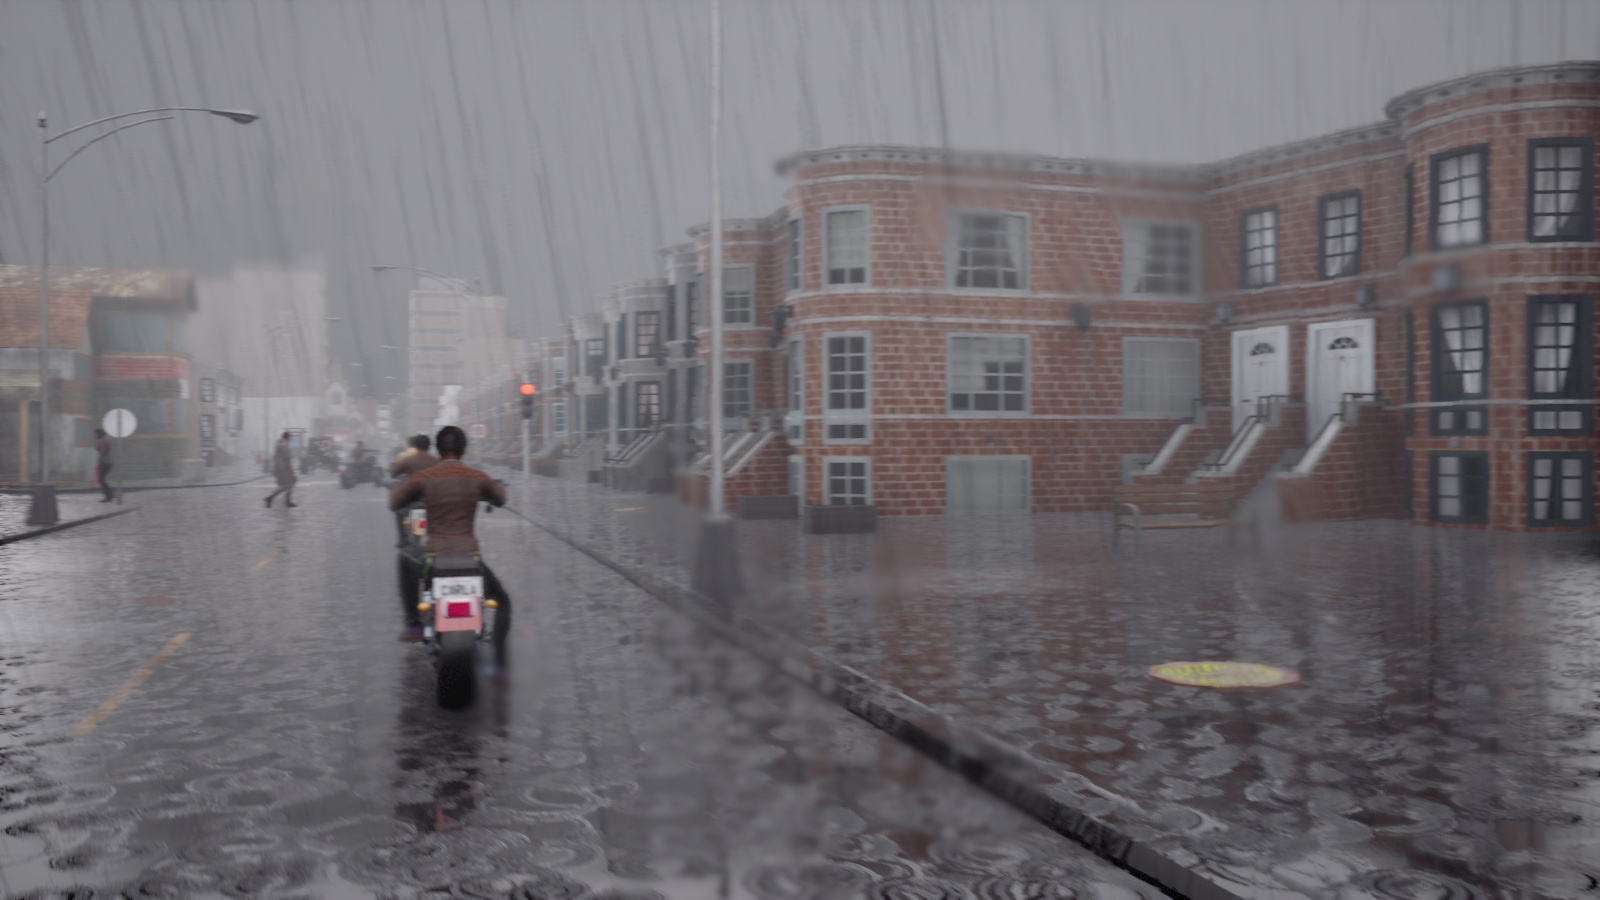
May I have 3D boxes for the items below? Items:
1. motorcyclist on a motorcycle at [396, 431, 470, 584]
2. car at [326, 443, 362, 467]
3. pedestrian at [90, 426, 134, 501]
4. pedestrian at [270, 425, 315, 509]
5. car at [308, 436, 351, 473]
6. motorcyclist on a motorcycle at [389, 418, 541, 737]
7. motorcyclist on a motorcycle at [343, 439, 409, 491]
[{"bbox_3d":[-4.354,0.620,14.820,0.766,1.649,2.350,0,0,-18],"label":"motorcyclist on a motorcycle"},{"bbox_3d":[-29.219,0.312,80.508,1.970,1.475,3.806,0,0,-17],"label":"car"},{"bbox_3d":[-16.669,0.315,30.430,0.869,1.805,0.328,0,0,-2],"label":"pedestrian"},{"bbox_3d":[-12.065,0.396,29.857,0.873,1.952,0.659,0,0,-32],"label":"pedestrian"},{"bbox_3d":[-24.477,0.219,65.410,1.905,1.878,3.866,0,0,-18],"label":"car"},{"bbox_3d":[-2.110,0.656,7.733,0.766,1.649,2.350,0,0,-17],"label":"motorcyclist on a motorcycle"},{"bbox_3d":[-14.042,0.487,41.683,0.766,1.649,2.350,-2,0,18],"label":"motorcyclist on a motorcycle"}]
